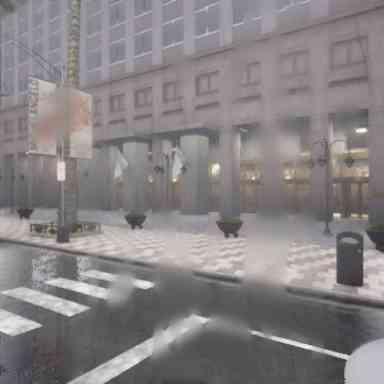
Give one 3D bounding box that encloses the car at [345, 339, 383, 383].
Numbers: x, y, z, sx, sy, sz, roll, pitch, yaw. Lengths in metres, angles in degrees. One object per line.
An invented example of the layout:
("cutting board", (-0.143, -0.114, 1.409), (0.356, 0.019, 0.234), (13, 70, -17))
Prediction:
("car", (3.277, 1.527, 1.640), (4.674, 1.442, 1.812), (0, 0, 35))
